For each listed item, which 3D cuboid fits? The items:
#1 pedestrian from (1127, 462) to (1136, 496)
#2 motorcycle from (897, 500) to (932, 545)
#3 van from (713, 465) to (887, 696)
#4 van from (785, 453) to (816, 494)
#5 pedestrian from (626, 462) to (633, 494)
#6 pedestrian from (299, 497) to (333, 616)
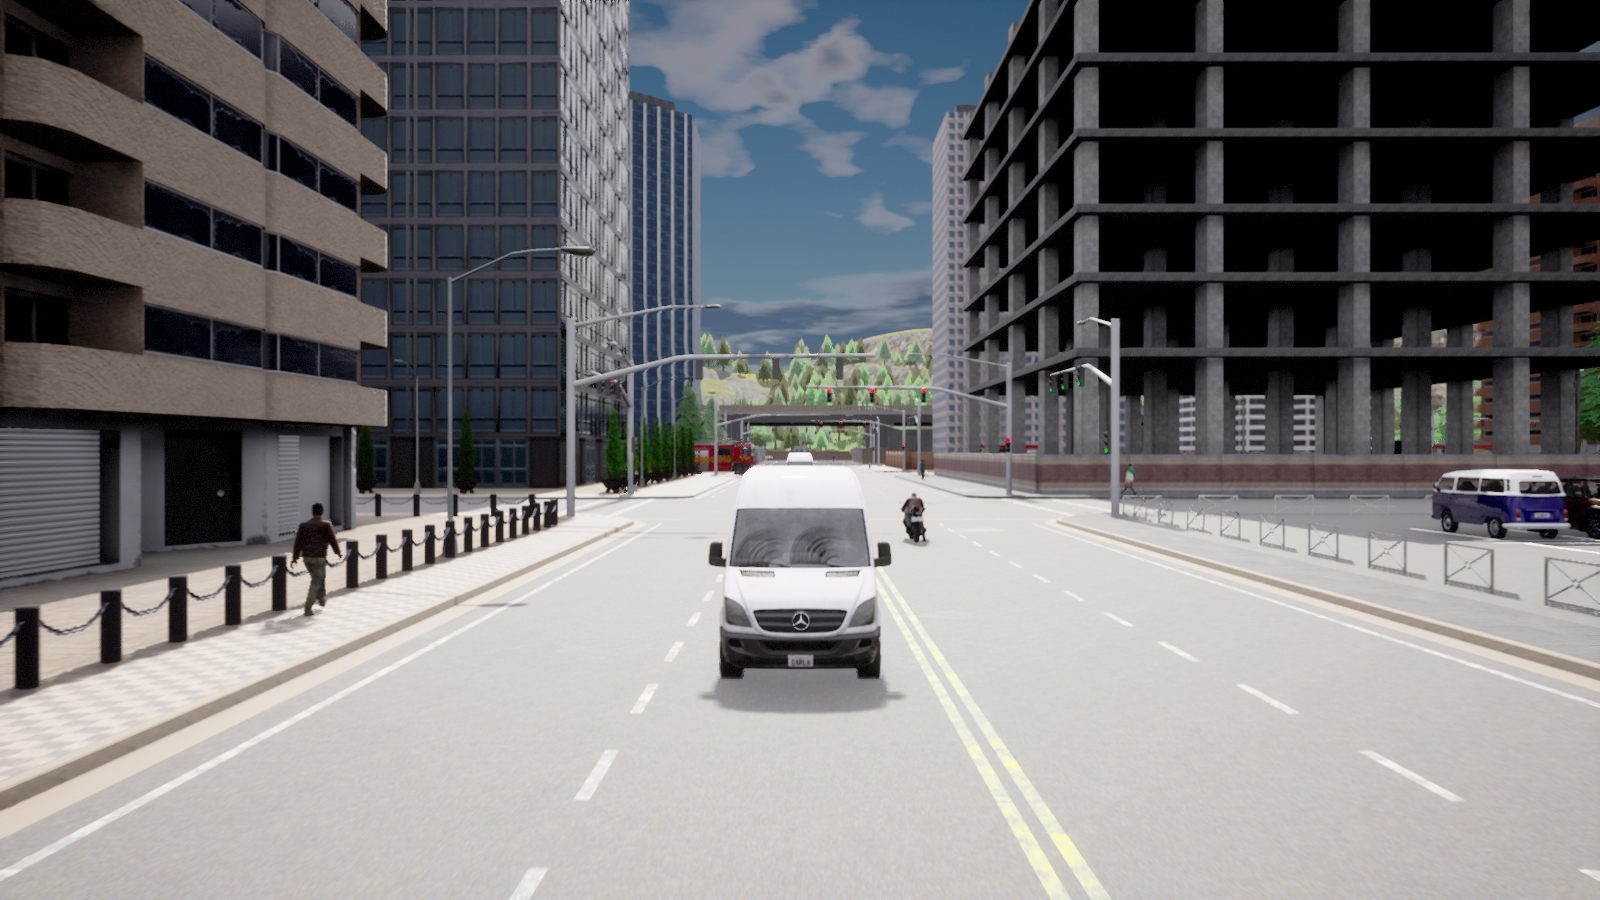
[{"bbox_3d":[18.450,1.624,63.597,0.375,1.860,0.375,0,0,-2],"label":"pedestrian"},{"bbox_3d":[3.504,2.195,35.073,0.867,1.251,2.209,0,0,0],"label":"motorcycle"},{"bbox_3d":[-0.001,1.529,15.985,1.988,2.561,5.915,0,0,0],"label":"van"},{"bbox_3d":[-0.004,1.510,77.048,1.988,2.561,5.915,0,1,-1],"label":"van"},{"bbox_3d":[-9.914,1.645,66.485,0.375,1.860,0.375,0,0,-2],"label":"pedestrian"},{"bbox_3d":[-7.706,1.691,18.194,0.375,1.860,0.375,0,0,0],"label":"pedestrian"}]
